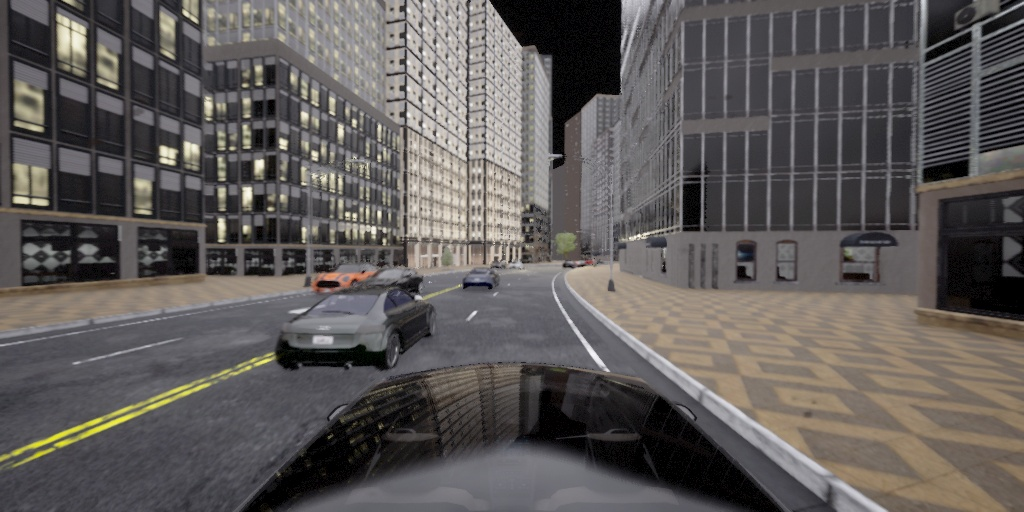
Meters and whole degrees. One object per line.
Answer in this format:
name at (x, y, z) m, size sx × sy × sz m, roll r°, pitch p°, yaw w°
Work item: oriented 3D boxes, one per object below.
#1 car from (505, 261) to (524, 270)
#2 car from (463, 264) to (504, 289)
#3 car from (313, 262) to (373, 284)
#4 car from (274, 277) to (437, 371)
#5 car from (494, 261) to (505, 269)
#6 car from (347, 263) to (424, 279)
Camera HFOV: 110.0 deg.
car at (0.768, 1.594, 59.716) m, size 1.812 × 1.442 × 4.674 m, roll 0°, pitch 0°, yaw 15°
car at (-1.975, 1.428, 24.156) m, size 1.994 × 1.385 × 4.181 m, roll 0°, pitch 0°, yaw 5°
car at (-9.048, 1.157, 20.151) m, size 2.097 × 1.767 × 4.553 m, roll 0°, pitch 0°, yaw 5°
car at (-3.000, 1.335, 7.800) m, size 1.994 × 1.385 × 4.181 m, roll 0°, pitch 0°, yaw 2°
car at (-2.272, 1.596, 61.006) m, size 2.033 × 1.411 × 5.357 m, roll 0°, pitch 0°, yaw 15°
car at (-5.953, 1.288, 18.053) m, size 1.882 × 1.535 × 5.008 m, roll 0°, pitch 0°, yaw 4°
